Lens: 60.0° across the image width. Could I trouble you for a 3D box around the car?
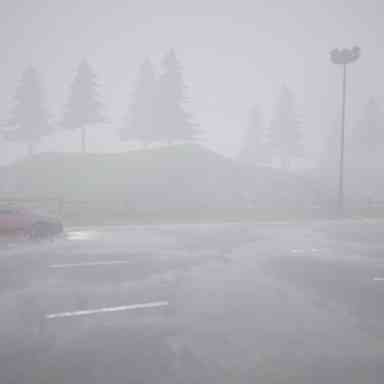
[{"bbox_3d":[-7.220,1.095,12.893,4.181,1.385,1.994,1,1,-21],"label":"car"}]
